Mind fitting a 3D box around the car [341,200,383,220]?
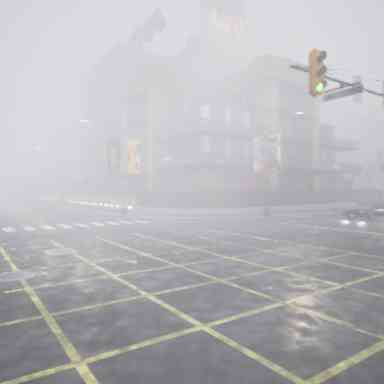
[{"bbox_3d":[13.866,1.327,25.784,5.357,1.411,2.033,0,0,-34],"label":"car"}]
